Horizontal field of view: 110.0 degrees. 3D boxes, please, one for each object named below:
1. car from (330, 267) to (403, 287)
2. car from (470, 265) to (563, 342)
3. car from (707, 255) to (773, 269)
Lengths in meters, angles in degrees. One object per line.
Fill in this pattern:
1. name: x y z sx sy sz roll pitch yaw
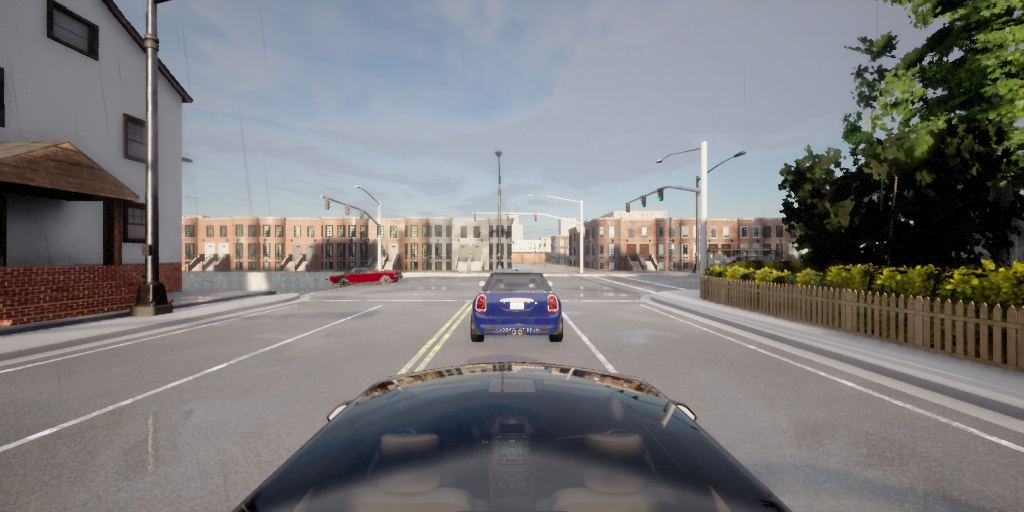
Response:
1. car: -10.366 1.451 25.852 4.718 1.301 1.895 -3 0 0
2. car: 0.109 1.102 9.928 2.097 1.767 4.553 0 0 0
3. car: 18.735 0.971 29.643 5.566 2.045 2.150 0 0 0
